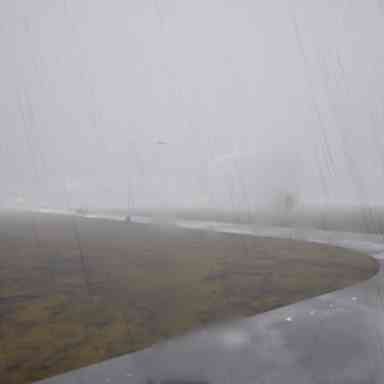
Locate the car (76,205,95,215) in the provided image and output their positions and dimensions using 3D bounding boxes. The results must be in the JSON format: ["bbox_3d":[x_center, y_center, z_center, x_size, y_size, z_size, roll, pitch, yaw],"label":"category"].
[{"bbox_3d":[-16.553,2.757,51.460,2.128,1.511,4.902,2,-2,-36],"label":"car"}]
